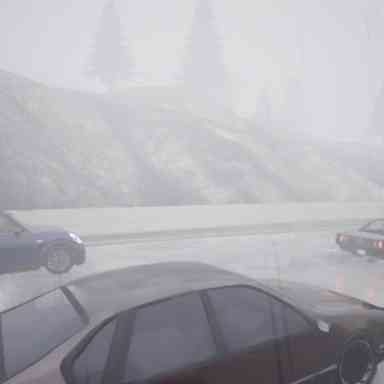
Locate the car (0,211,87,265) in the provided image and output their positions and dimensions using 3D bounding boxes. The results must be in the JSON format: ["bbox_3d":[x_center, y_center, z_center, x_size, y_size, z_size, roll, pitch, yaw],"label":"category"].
[{"bbox_3d":[-5.153,1.255,8.630,4.553,1.767,2.097,0,1,-35],"label":"car"}]

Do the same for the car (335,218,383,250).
[{"bbox_3d":[7.134,1.518,10.914,4.718,1.301,1.895,0,1,-24],"label":"car"}]

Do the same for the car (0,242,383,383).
[{"bbox_3d":[-0.065,1.512,3.518,5.357,1.411,2.033,0,1,-31],"label":"car"}]
